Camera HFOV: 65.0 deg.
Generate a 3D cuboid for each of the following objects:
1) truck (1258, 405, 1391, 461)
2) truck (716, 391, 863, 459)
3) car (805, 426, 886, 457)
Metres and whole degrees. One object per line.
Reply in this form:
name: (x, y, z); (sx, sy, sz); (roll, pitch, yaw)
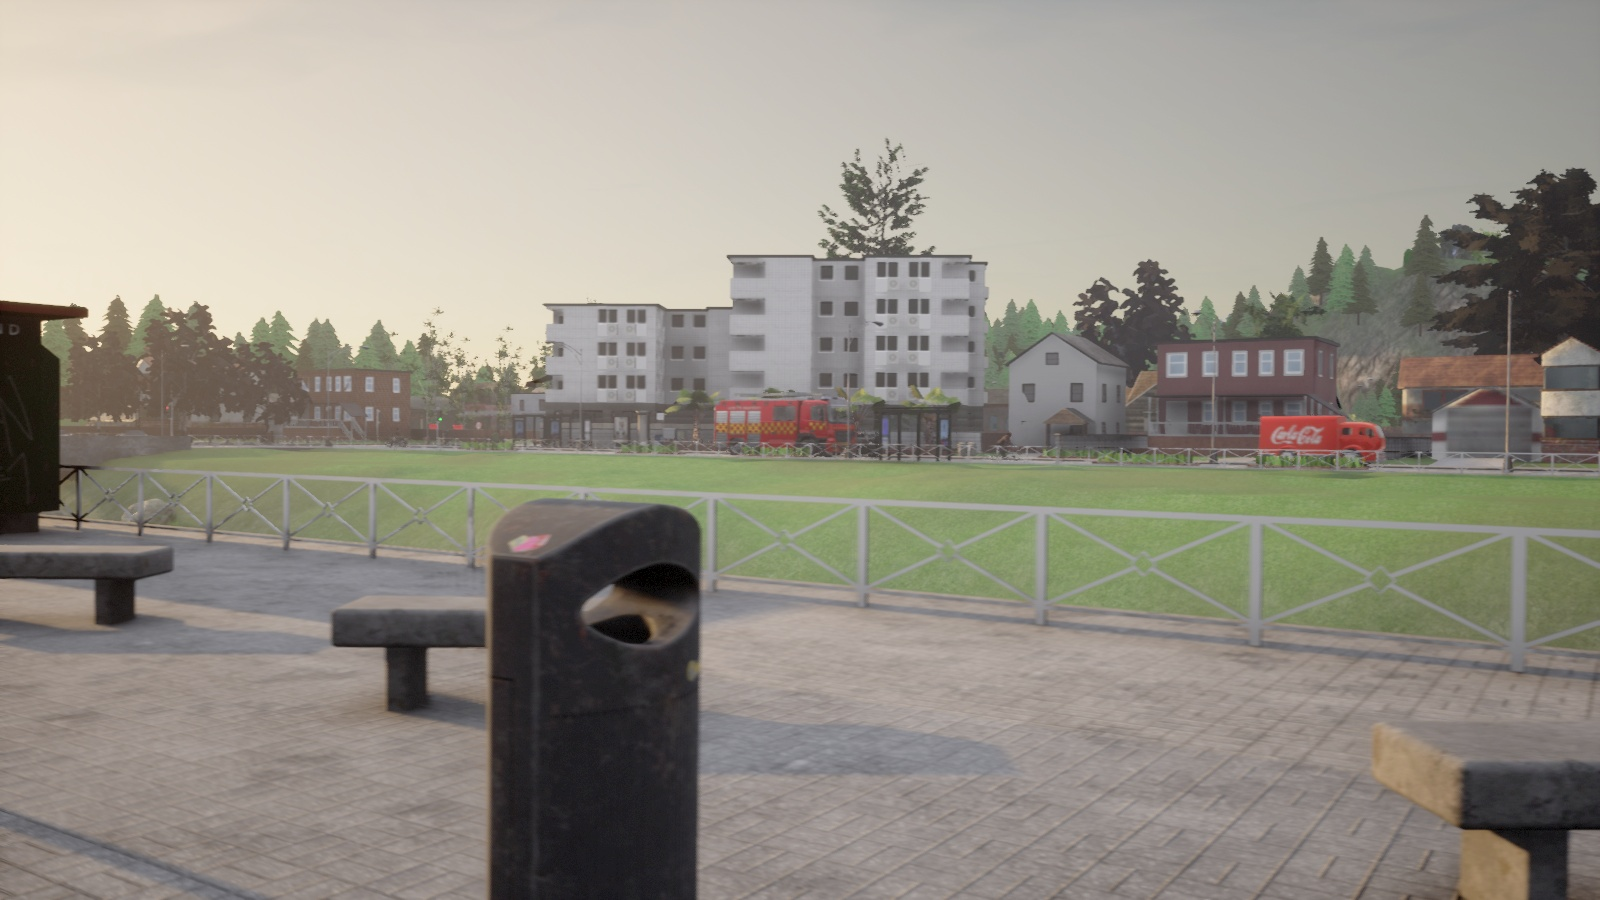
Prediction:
truck: (24.022, -0.758, 57.517); (5.204, 2.467, 2.627); (0, 1, 34)
truck: (-0.664, -1.436, 73.912); (8.468, 3.827, 2.891); (0, 1, 34)
car: (2.742, -0.520, 76.470); (4.605, 1.855, 1.932); (0, 1, 34)
